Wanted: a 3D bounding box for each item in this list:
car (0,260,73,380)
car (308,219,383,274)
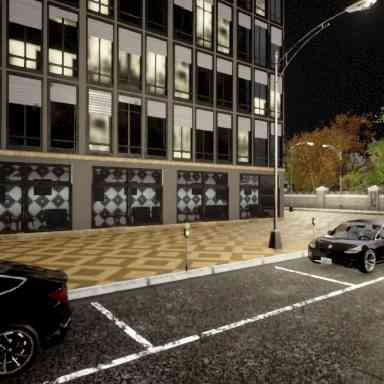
[{"bbox_3d":[-3.677,1.566,3.935,4.313,1.339,1.947,0,0,-36],"label":"car"},{"bbox_3d":[5.551,1.563,10.623,4.313,1.339,1.947,0,0,-36],"label":"car"}]
